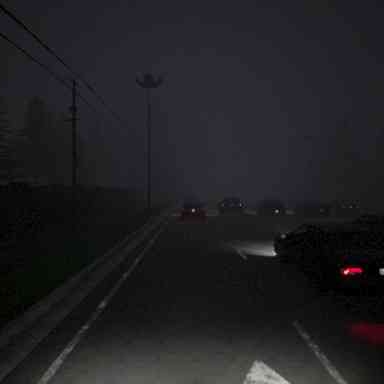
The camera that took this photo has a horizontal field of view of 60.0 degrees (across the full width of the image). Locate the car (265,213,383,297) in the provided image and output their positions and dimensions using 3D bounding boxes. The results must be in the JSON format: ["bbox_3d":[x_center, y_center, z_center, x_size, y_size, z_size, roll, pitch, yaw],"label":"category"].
[{"bbox_3d":[3.598,1.507,8.658,2.033,1.411,5.357,0,0,0],"label":"car"}]

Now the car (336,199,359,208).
[{"bbox_3d":[14.094,1.401,31.997,2.033,1.411,5.357,0,0,0],"label":"car"}]

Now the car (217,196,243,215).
[{"bbox_3d":[3.595,1.205,32.153,2.097,1.767,4.553,0,0,0],"label":"car"}]

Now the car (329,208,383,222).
[{"bbox_3d":[7.097,1.506,12.457,1.994,1.385,4.181,0,0,0],"label":"car"}]

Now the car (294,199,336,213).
[{"bbox_3d":[10.595,1.341,29.716,1.882,1.535,5.008,0,0,0],"label":"car"}]

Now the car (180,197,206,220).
[{"bbox_3d":[0.095,1.381,26.713,2.163,1.488,4.792,0,0,0],"label":"car"}]

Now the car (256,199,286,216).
[{"bbox_3d":[7.094,1.366,30.220,1.837,1.490,4.892,0,0,0],"label":"car"}]
